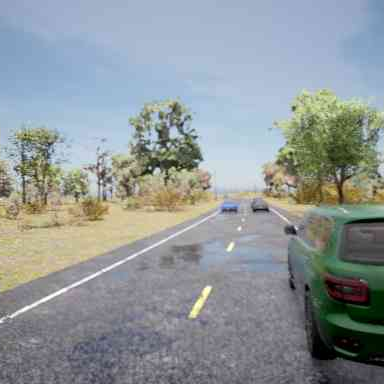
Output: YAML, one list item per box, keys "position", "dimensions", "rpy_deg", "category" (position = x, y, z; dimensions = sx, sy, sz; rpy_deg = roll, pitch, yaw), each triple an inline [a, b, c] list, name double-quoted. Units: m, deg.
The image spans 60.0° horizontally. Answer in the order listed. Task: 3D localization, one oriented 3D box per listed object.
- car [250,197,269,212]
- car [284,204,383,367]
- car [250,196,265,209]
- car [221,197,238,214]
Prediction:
- position: [8.315, 1.715, 40.458]
  dimensions: [1.994, 1.385, 4.181]
  rpy_deg: [-2, 0, 10]
  category: "car"
- position: [2.946, 1.202, 5.869]
  dimensions: [2.150, 2.045, 5.566]
  rpy_deg: [-2, -1, 12]
  category: "car"
- position: [10.006, 1.548, 50.970]
  dimensions: [2.097, 1.767, 4.553]
  rpy_deg: [-2, -1, 10]
  category: "car"
- position: [4.538, 1.734, 40.231]
  dimensions: [1.882, 1.535, 5.008]
  rpy_deg: [-2, -1, 10]
  category: "car"
